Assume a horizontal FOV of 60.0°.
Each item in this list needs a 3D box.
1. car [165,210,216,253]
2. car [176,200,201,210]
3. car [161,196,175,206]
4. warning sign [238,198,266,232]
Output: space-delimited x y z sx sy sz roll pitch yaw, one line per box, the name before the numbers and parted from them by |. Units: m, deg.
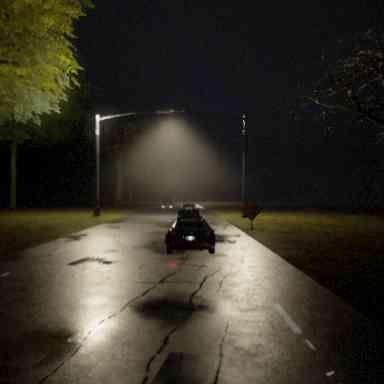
car | -0.068 1.700 14.365 1.994 1.385 4.181 0 0 0
car | -0.299 1.779 29.366 1.837 1.490 4.892 0 0 -1
car | -5.278 1.864 70.882 2.150 2.045 5.566 0 -1 -3
warning sign | 3.401 1.295 19.025 1.300 1.860 1.060 -2 -2 -1
